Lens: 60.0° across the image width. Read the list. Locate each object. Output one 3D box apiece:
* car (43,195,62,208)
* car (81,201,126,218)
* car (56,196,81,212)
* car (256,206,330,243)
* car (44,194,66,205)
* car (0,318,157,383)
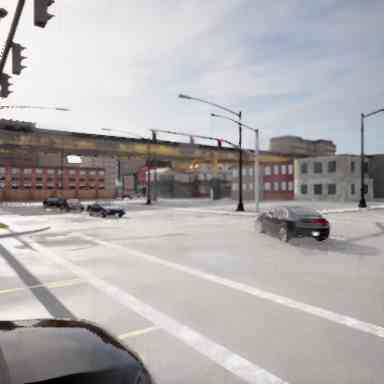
[{"bbox_3d":[-19.410,1.484,46.028,2.033,1.411,5.357,0,0,-31],"label":"car"},{"bbox_3d":[-7.815,1.491,29.859,2.033,1.411,5.357,0,0,-36],"label":"car"},{"bbox_3d":[-13.749,1.466,37.974,1.812,1.442,4.674,0,0,-36],"label":"car"},{"bbox_3d":[4.585,1.418,15.783,1.837,1.490,4.892,2,0,-9],"label":"car"},{"bbox_3d":[-22.966,1.272,55.927,2.097,1.767,4.553,0,0,-6],"label":"car"},{"bbox_3d":[-2.256,1.566,2.137,4.181,1.385,1.994,0,0,-36],"label":"car"}]
